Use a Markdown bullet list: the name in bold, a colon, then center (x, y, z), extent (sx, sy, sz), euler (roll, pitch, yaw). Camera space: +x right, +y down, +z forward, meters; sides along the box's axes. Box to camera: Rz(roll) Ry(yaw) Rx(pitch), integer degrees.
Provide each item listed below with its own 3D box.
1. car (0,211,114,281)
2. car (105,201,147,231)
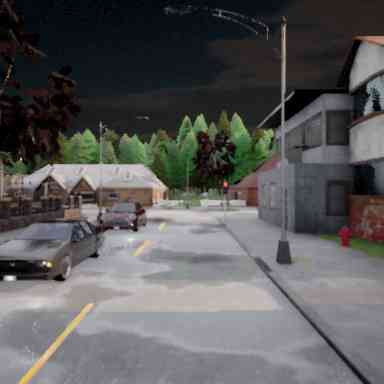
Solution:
- **car**: center (-4.075, 1.547, 10.089), extent (2.033, 1.411, 5.357), euler (0, 0, 0)
- **car**: center (-4.052, 1.350, 20.237), extent (2.097, 1.767, 4.553), euler (0, 0, 1)
